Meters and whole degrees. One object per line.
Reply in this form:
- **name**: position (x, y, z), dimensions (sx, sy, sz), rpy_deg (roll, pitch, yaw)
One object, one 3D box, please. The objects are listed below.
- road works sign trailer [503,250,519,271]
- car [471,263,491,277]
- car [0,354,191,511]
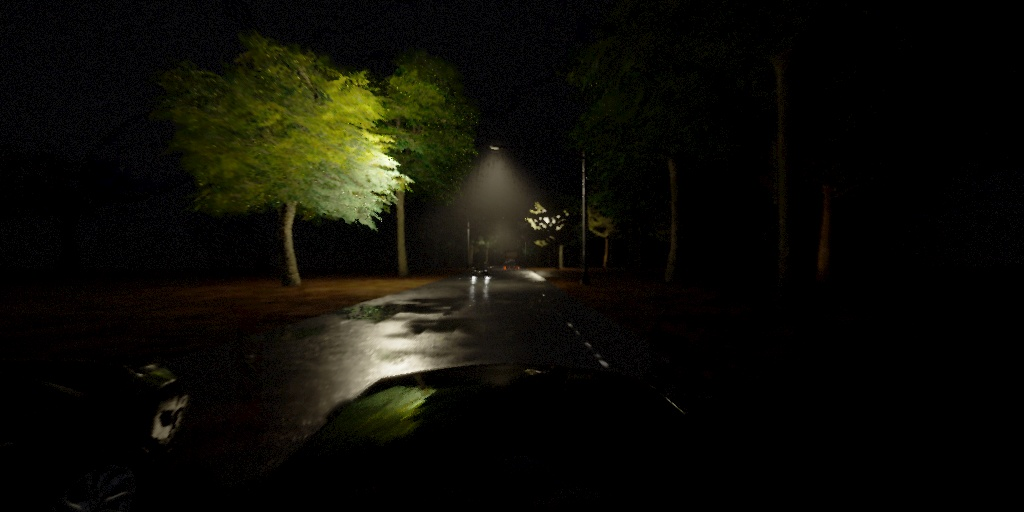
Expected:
- **road works sign trailer**: position (-0.019, 0.816, 63.651), dimensions (2.380, 3.560, 2.880), rpy_deg (0, 0, 0)
- **car**: position (-3.606, 1.627, 42.374), dimensions (1.837, 1.490, 4.892), rpy_deg (0, -1, 0)
- **car**: position (-3.600, 1.248, 0.926), dimensions (1.837, 1.490, 4.892), rpy_deg (0, -1, 0)
